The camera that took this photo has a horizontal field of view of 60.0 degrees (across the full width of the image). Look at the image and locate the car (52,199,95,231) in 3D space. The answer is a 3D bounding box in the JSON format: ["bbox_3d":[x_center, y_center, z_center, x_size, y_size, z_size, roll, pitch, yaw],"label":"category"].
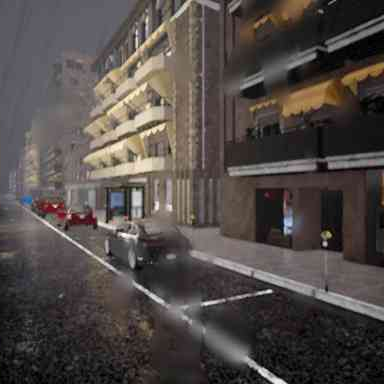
[{"bbox_3d":[-7.249,1.445,20.723,1.967,1.590,4.097,0,0,-30],"label":"car"}]

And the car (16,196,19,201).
[{"bbox_3d":[-32.561,1.606,64.810,1.947,1.339,4.313,0,0,-30],"label":"car"}]

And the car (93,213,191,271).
[{"bbox_3d":[-1.624,1.552,10.926,2.008,1.369,4.403,0,0,-30],"label":"car"}]

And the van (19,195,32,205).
[{"bbox_3d":[-29.750,1.376,59.911,1.690,1.788,3.998,0,0,-30],"label":"van"}]

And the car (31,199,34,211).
[{"bbox_3d":[-15.687,1.594,35.419,1.802,1.307,4.206,0,0,-30],"label":"car"}]

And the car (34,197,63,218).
[{"bbox_3d":[-12.873,1.325,30.521,2.192,1.841,5.009,0,0,-30],"label":"car"}]

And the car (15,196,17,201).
[{"bbox_3d":[-43.812,1.609,84.404,1.887,1.381,4.507,0,0,-30],"label":"car"}]

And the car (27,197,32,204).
[{"bbox_3d":[-18.499,1.596,40.317,1.802,1.307,4.206,0,0,-30],"label":"car"}]
